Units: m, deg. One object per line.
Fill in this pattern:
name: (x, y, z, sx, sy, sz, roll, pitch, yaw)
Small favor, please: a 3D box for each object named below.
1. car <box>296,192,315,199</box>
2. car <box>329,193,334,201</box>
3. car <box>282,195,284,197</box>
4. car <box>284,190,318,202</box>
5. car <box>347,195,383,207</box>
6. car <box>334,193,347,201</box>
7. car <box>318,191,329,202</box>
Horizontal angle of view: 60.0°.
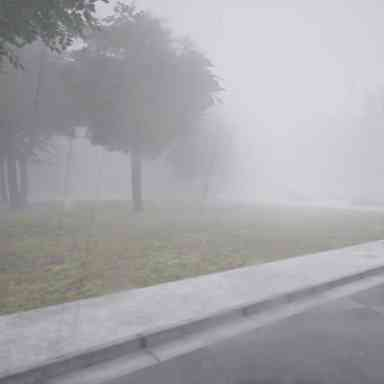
car: (24.588, 0.712, 72.067, 1.994, 1.385, 4.181, 0, 0, -12)
car: (23.528, 0.753, 61.633, 2.097, 1.767, 4.553, 0, 0, -12)
car: (21.412, 0.723, 71.378, 2.033, 1.411, 5.357, 0, 0, -12)
car: (18.104, 0.690, 55.693, 2.150, 2.045, 5.566, 0, 0, -12)
car: (21.416, 1.092, 40.293, 1.994, 1.385, 4.181, 0, 0, -12)
car: (26.794, 0.926, 61.916, 2.033, 1.411, 5.357, 0, 0, -12)
car: (20.979, 0.930, 57.872, 2.128, 1.511, 4.902, 0, 0, -12)
